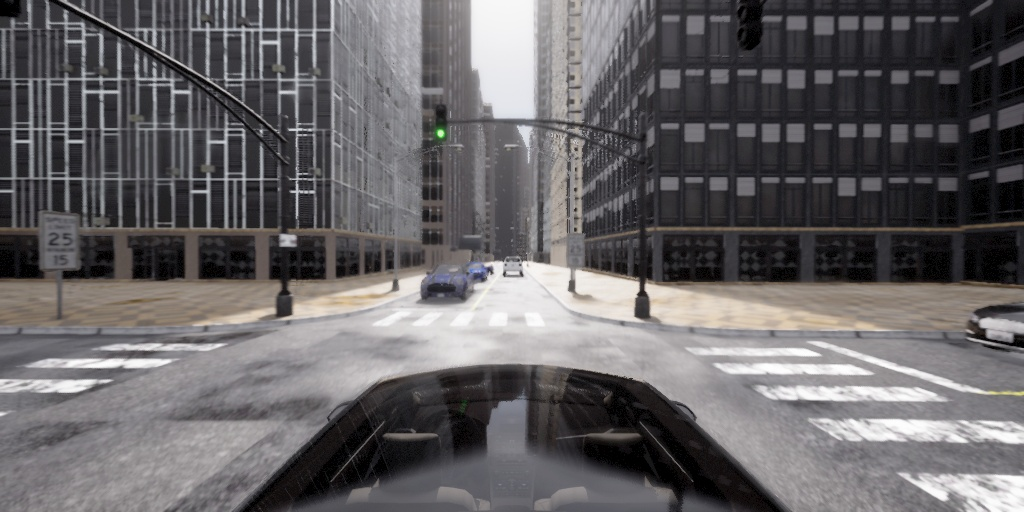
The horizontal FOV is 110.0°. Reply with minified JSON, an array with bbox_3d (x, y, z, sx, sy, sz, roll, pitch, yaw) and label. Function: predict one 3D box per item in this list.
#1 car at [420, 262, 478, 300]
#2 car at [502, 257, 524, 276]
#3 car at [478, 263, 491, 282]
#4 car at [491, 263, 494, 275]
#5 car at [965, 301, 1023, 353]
[{"bbox_3d":[-3.091,1.128,17.880,2.097,1.767,4.553,0,0,0],"label":"car"},{"bbox_3d":[0.107,1.099,40.389,2.150,2.045,5.566,0,0,0],"label":"car"},{"bbox_3d":[-3.085,1.302,29.905,1.882,1.535,5.008,0,0,0],"label":"car"},{"bbox_3d":[-3.073,1.474,41.706,1.895,1.301,4.718,0,0,0],"label":"car"},{"bbox_3d":[11.540,1.228,6.545,4.902,1.511,2.128,0,0,3],"label":"car"}]
